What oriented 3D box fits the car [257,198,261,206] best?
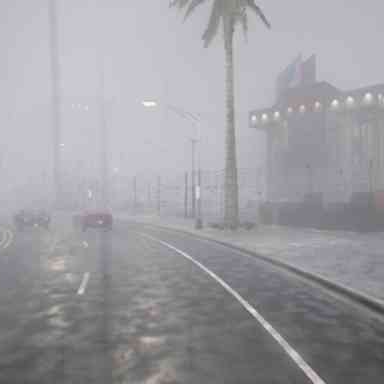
[{"bbox_3d":[10.180,2.018,50.612,4.674,1.452,2.002,-1,-1,44],"label":"car"}]

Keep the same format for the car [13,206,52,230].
[{"bbox_3d":[-11.731,1.919,24.148,1.895,1.301,4.718,0,-1,-34],"label":"car"}]

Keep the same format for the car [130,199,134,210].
[{"bbox_3d":[-9.815,1.932,53.968,4.553,1.767,2.185,-1,-1,44],"label":"car"}]

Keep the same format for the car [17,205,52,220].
[{"bbox_3d":[-16.393,2.055,34.544,1.895,1.301,4.718,1,-1,-44],"label":"car"}]

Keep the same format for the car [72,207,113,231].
[{"bbox_3d":[-6.969,1.772,22.988,1.882,1.535,5.008,0,-1,-30],"label":"car"}]
